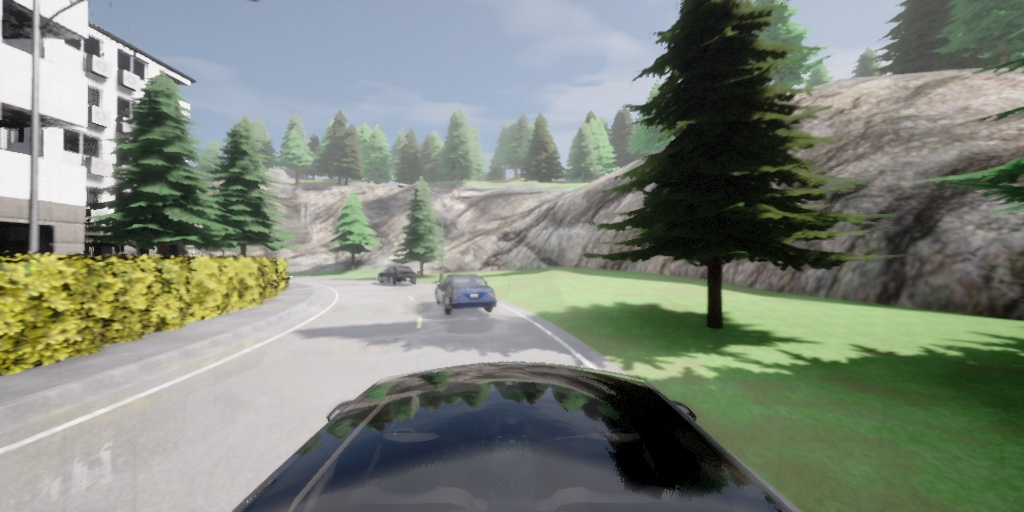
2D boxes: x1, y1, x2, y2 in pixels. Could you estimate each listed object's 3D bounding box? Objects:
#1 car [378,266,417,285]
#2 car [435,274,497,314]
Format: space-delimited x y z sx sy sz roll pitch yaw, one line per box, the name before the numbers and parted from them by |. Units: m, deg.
car | -9.440 1.546 29.372 1.837 1.490 4.892 1 0 -38
car | -2.034 1.431 14.716 2.033 1.411 5.357 0 -1 -17
